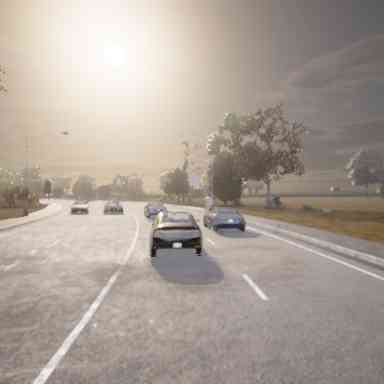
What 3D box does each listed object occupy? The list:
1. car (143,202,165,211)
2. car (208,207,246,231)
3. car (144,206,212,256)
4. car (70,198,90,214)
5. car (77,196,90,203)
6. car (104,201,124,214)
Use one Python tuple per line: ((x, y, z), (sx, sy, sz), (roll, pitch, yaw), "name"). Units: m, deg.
((-3.441, 1.625, 31.022), (2.033, 1.411, 5.357), (0, 0, -13), "car")
((1.913, 1.610, 20.847), (1.994, 1.385, 4.181), (0, 0, -8), "car")
((-0.694, 1.523, 13.260), (2.128, 1.511, 4.902), (0, 0, -5), "car")
((-12.227, 1.645, 36.620), (2.033, 1.411, 5.357), (0, 0, -15), "car")
((-24.120, 1.650, 73.803), (1.994, 1.385, 4.181), (0, 0, -31), "car")
((-8.480, 1.658, 36.020), (1.994, 1.385, 4.181), (0, 0, -15), "car")
